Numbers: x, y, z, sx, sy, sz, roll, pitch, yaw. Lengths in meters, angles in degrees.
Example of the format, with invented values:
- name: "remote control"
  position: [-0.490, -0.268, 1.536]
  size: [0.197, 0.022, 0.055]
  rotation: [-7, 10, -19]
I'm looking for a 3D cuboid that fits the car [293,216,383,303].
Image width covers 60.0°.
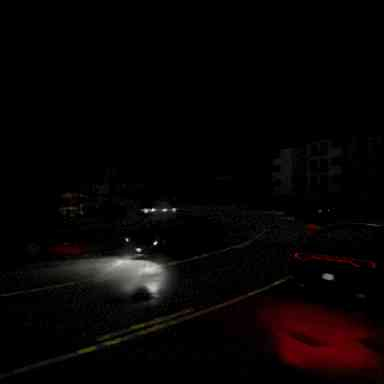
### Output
- name: "car"
  position: [4.307, 1.586, 8.649]
  size: [1.882, 1.535, 5.008]
  rotation: [0, -1, 39]

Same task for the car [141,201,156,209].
- name: "car"
  position: [-7.511, 2.199, 57.273]
  size: [1.994, 1.385, 4.181]
  rotation: [0, -1, -18]

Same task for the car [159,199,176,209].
- name: "car"
  position: [-4.301, 2.021, 58.733]
  size: [2.097, 1.767, 4.553]
  rotation: [0, -1, -18]

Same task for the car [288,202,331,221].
- name: "car"
  position: [10.831, 1.721, 30.424]
  size: [2.097, 1.767, 4.553]
  rotation: [0, -1, -2]

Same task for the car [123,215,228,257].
- name: "car"
  position: [-0.406, 1.708, 14.082]
  size: [2.033, 1.411, 5.357]
  rotation: [0, -1, 34]

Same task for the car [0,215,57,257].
- name: "car"
  position: [-7.453, 1.597, 11.764]
  size: [5.008, 1.535, 1.882]
  rotation: [1, 0, -42]

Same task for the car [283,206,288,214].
- name: "car"
  position: [12.639, 1.965, 39.458]
  size: [2.128, 1.511, 4.902]
  rotation: [0, -1, -14]
